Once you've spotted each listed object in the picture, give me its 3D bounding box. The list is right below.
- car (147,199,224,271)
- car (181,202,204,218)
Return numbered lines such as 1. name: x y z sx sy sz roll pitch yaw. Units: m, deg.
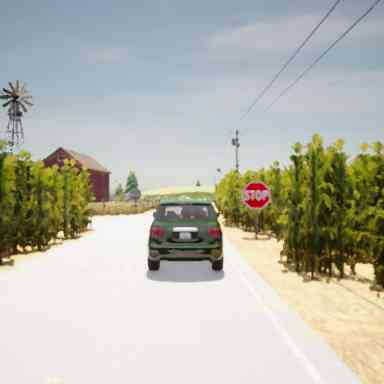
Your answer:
1. car: -0.199 1.267 11.252 2.150 2.045 5.566 0 -1 -1
2. car: 0.109 1.710 32.209 1.994 1.385 4.181 0 0 3
